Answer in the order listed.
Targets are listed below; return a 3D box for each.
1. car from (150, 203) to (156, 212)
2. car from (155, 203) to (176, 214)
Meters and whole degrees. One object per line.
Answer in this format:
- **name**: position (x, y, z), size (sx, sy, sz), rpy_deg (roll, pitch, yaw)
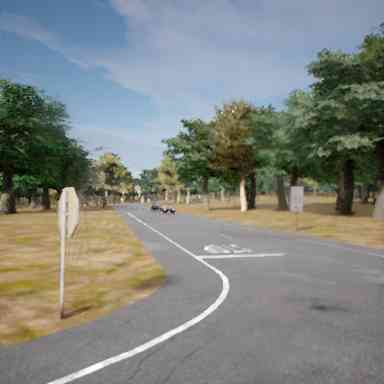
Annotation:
- **car**: position (-5.980, 2.626, 56.961), size (1.882, 1.535, 5.008), rpy_deg (1, -2, -14)
- **car**: position (-3.678, 2.534, 48.127), size (1.895, 1.301, 4.718), rpy_deg (1, -2, -14)
